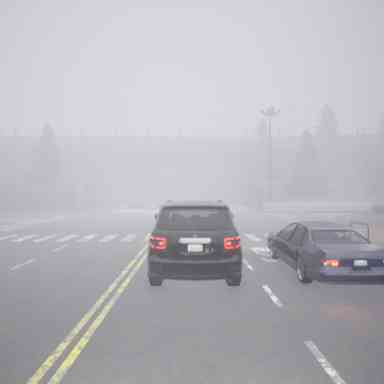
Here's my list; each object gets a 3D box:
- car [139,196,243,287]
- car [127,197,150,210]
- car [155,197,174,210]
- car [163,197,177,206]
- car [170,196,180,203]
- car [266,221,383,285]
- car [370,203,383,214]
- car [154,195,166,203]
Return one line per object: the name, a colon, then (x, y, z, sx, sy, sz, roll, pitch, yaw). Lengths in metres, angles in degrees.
car: (0.069, 1.226, 9.480, 2.150, 2.045, 5.566, 0, 0, 0)
car: (-7.199, 1.578, 43.968, 1.994, 1.385, 4.181, 0, 0, 1)
car: (-3.658, 1.506, 44.498, 2.128, 1.511, 4.902, 0, 0, 0)
car: (-3.666, 1.583, 56.033, 1.994, 1.385, 4.181, 0, 0, 0)
car: (-3.608, 1.619, 70.634, 1.895, 1.301, 4.718, 0, 0, 0)
car: (3.573, 1.551, 9.551, 2.033, 1.411, 5.357, 0, 0, 0)
car: (20.275, 1.447, 32.868, 4.902, 1.511, 2.128, 0, 0, 5)
car: (-7.136, 1.550, 74.102, 2.128, 1.511, 4.902, 0, 0, 0)
